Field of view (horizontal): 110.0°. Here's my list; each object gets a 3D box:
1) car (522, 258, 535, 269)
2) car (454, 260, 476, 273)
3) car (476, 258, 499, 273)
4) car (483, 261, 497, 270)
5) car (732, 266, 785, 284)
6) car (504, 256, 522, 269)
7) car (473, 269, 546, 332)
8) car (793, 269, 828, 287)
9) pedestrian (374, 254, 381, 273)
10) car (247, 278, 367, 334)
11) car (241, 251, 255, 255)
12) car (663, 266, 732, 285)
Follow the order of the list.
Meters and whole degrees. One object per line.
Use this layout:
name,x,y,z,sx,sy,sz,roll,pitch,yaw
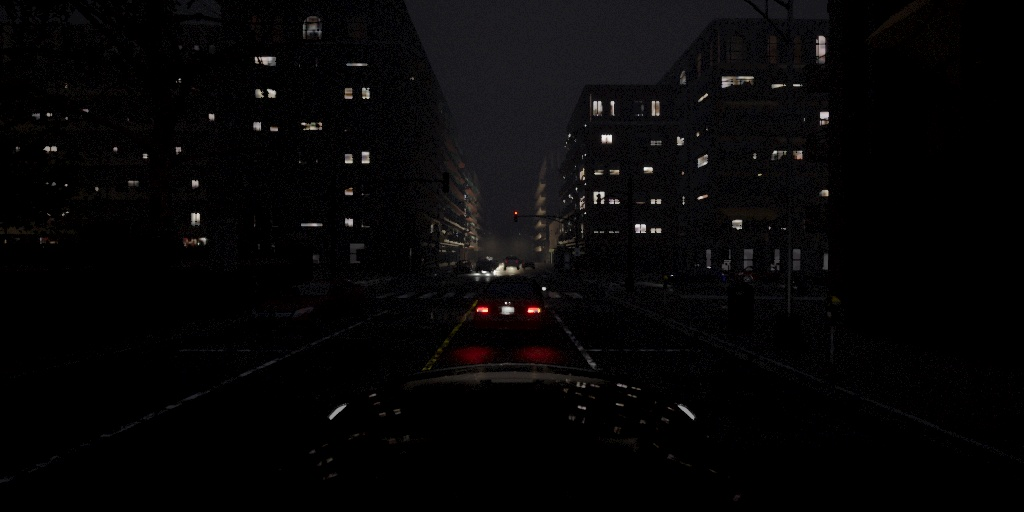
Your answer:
car,2.536,1.299,54.320,2.007,1.370,4.403,0,0,0
car,-5.810,1.188,43.023,1.967,1.591,4.097,0,0,0
car,-3.191,1.296,43.301,2.033,1.411,5.357,0,0,4
car,-3.231,1.349,53.251,1.895,1.301,4.718,0,0,0
car,21.293,1.571,31.541,4.097,1.591,1.967,0,0,-1
car,-0.054,0.971,53.694,2.150,2.045,5.566,0,0,0
car,0.052,1.297,10.826,2.033,1.411,5.357,0,0,3
car,24.905,1.810,29.033,4.718,1.301,1.895,1,0,-1
pedestrian,-12.807,0.652,33.995,0.375,1.860,0.375,0,-1,-1
car,-5.713,1.331,10.613,1.802,1.307,4.207,0,0,0
car,-17.606,0.694,25.187,5.566,2.045,2.150,1,0,-1
car,14.598,1.552,28.877,4.674,1.442,1.812,1,0,-1
